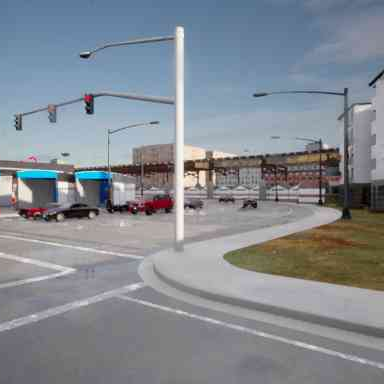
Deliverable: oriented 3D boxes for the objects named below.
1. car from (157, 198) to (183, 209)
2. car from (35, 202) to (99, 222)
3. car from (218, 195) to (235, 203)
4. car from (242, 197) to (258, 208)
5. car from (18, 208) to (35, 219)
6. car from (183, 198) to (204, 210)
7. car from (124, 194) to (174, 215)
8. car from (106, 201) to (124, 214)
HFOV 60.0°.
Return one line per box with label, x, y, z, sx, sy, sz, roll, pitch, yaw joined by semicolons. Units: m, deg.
car;-2.927;1.547;46.016;2.033;1.411;5.357;0;0;15
car;-9.567;1.526;26.468;1.812;1.442;4.674;0;0;36
car;7.106;1.356;69.267;2.097;1.767;4.553;0;0;-18
car;8.226;1.505;47.160;1.837;1.490;4.892;0;0;11
car;-12.270;1.601;28.650;1.895;1.301;4.718;0;0;37
car;0.148;1.547;44.088;2.033;1.411;5.357;0;0;16
car;-4.104;1.221;34.405;2.150;2.045;5.566;0;0;30
car;-7.084;1.601;36.209;1.895;1.301;4.718;0;0;30
